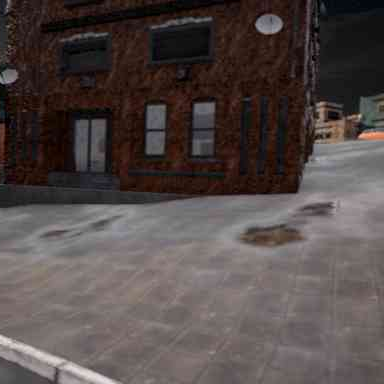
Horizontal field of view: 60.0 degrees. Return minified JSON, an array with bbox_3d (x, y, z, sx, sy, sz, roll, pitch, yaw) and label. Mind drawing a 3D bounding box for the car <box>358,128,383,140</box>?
[{"bbox_3d":[18.128,-5.263,31.455,2.185,1.767,4.553,1,2,-26],"label":"car"}]
